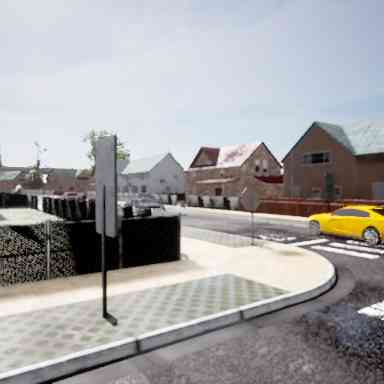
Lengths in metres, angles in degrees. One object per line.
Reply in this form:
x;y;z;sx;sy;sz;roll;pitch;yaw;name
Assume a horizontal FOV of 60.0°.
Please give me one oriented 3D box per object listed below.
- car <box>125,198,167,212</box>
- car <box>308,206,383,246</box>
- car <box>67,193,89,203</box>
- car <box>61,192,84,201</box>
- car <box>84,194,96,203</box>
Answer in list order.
-3.777;1.223;26.600;2.128;1.511;4.902;0;1;-34;car
7.430;1.361;14.919;1.882;1.535;5.008;1;0;-23;car
-18.200;0.891;52.998;2.128;1.511;4.902;0;1;-34;car
-16.355;0.843;45.323;2.097;1.767;4.553;0;1;-34;car
-12.317;1.004;44.374;2.128;1.511;4.902;0;1;-33;car
